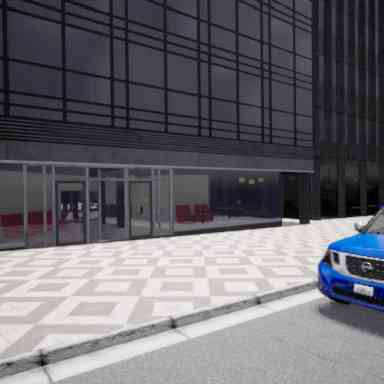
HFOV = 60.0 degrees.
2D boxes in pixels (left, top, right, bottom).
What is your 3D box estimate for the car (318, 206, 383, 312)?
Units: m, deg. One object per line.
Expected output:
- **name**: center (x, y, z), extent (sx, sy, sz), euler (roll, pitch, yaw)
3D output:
- **car**: center (5.003, 1.219, 6.957), extent (5.566, 2.045, 2.150), euler (0, 0, -36)
